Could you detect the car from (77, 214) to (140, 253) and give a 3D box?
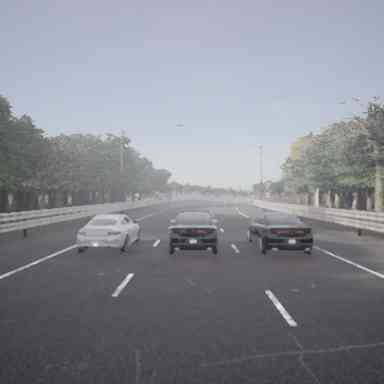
[{"bbox_3d":[-3.423,1.659,14.219,1.812,1.442,4.674,0,0,1],"label":"car"}]

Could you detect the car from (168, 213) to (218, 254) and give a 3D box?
[{"bbox_3d":[0.079,1.613,14.262,1.882,1.535,5.008,0,0,1],"label":"car"}]

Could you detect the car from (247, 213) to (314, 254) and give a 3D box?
[{"bbox_3d":[3.579,1.613,14.223,1.882,1.535,5.008,0,0,1],"label":"car"}]
